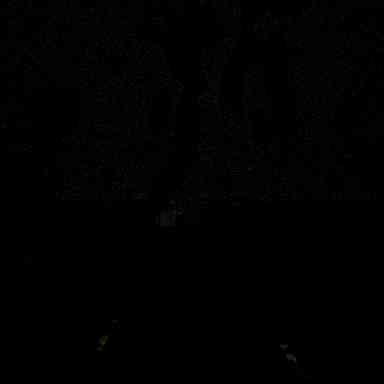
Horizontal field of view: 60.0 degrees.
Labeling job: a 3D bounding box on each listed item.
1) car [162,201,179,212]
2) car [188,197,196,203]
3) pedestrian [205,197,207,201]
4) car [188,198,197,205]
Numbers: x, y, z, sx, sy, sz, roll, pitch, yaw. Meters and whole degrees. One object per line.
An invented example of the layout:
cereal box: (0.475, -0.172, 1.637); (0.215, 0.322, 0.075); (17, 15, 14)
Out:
car: (-2.819, 1.954, 45.533); (1.812, 1.442, 4.674); (0, -1, 0)
car: (0.044, 2.179, 88.205); (2.033, 1.411, 5.357); (0, 0, 0)
pedestrian: (2.857, 1.918, 68.385); (0.375, 1.860, 0.375); (-1, 0, 0)
car: (0.036, 2.017, 75.139); (1.882, 1.535, 5.008); (0, 0, 0)
